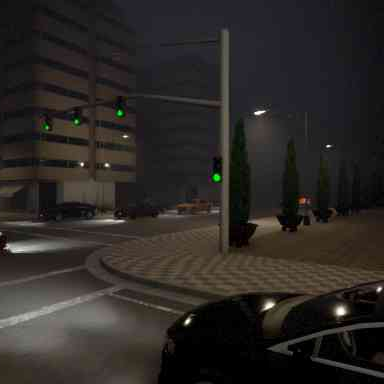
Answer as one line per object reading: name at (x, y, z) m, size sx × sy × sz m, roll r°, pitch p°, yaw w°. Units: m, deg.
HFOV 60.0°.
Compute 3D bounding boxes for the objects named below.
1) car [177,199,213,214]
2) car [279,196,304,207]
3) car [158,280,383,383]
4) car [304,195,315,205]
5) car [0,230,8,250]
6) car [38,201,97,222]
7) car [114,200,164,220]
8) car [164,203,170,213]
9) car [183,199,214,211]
car at (0.368, 1.533, 36.316) m, size 1.882 × 1.535 × 5.008 m, roll 0°, pitch 0°, yaw 35°
car at (14.608, 1.546, 50.057) m, size 2.128 × 1.511 × 4.902 m, roll 0°, pitch 0°, yaw 35°
car at (1.895, 1.492, 2.622) m, size 4.902 × 1.511 × 2.128 m, roll 0°, pitch 0°, yaw 36°
car at (20.296, 1.407, 58.482) m, size 2.097 × 1.767 × 4.553 m, roll 0°, pitch 0°, yaw 32°
car at (-8.598, 1.573, 11.162) m, size 1.994 × 1.385 × 4.181 m, roll 0°, pitch 0°, yaw 35°
car at (-10.160, 1.560, 27.487) m, size 1.837 × 1.490 × 4.892 m, roll 0°, pitch 0°, yaw 35°
car at (-4.784, 1.619, 29.030) m, size 1.994 × 1.385 × 4.181 m, roll 0°, pitch 0°, yaw 35°
car at (-4.538, 1.603, 35.443) m, size 2.033 × 1.411 × 5.357 m, roll 0°, pitch 0°, yaw 35°
car at (0.916, 1.619, 43.131) m, size 1.994 × 1.385 × 4.181 m, roll 0°, pitch 0°, yaw 36°
